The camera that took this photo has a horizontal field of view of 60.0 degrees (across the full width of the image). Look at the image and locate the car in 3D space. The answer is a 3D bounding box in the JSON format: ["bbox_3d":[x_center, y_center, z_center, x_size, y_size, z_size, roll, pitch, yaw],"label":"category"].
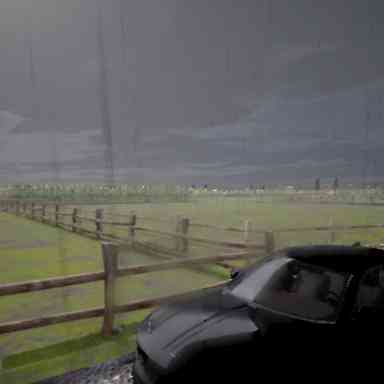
[{"bbox_3d":[1.690,1.479,4.274,5.008,1.535,1.882,0,0,-35],"label":"car"}]
